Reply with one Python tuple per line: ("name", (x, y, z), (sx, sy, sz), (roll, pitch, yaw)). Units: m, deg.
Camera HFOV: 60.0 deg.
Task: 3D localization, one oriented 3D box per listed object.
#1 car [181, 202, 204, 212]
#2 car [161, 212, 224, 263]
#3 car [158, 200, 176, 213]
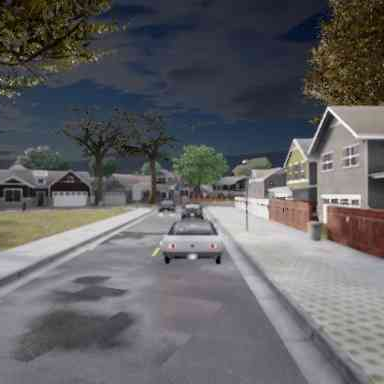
("car", (0.041, 1.601, 28.014), (1.812, 1.442, 4.674), (0, 0, 0))
("car", (0.038, 1.632, 12.043), (1.895, 1.301, 4.718), (0, 0, 1))
("car", (-2.782, 1.653, 38.448), (2.033, 1.411, 5.357), (0, 0, 0))
